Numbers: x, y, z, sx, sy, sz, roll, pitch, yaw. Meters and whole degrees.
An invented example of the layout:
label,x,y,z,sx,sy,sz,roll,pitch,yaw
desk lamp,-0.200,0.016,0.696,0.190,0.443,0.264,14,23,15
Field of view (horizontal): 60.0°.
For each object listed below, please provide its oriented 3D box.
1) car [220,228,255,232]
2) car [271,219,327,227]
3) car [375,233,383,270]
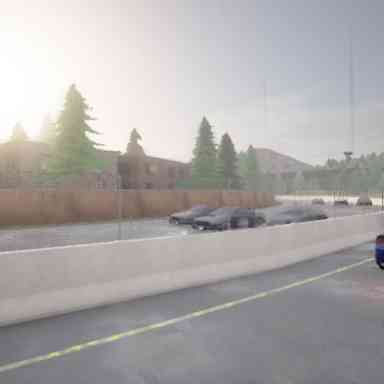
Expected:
label,x,y,z,sx,sy,sz,roll,pitch,yaw
car,2.428,1.594,20.078,5.357,1.411,2.033,0,0,-44
car,6.077,1.540,18.879,1.837,1.490,4.892,0,0,44
car,7.237,1.487,10.014,5.008,1.535,1.882,0,0,-42
